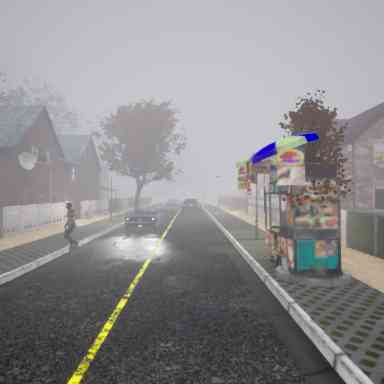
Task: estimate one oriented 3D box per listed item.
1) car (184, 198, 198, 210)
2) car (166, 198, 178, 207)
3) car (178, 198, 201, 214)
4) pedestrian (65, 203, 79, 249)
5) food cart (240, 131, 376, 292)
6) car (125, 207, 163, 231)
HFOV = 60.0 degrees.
[{"bbox_3d":[-0.153,1.637,45.751,1.837,1.490,4.892,0,0,0],"label":"car"},{"bbox_3d":[-3.123,1.733,53.861,2.033,1.411,5.357,0,0,0],"label":"car"},{"bbox_3d":[-0.091,1.431,35.808,2.097,1.767,4.553,0,0,0],"label":"car"},{"bbox_3d":[-4.525,1.213,12.424,0.375,1.860,0.375,1,-1,-1],"label":"pedestrian"},{"bbox_3d":[2.932,0.473,9.766,2.280,3.560,4.660,-1,-1,0],"label":"food cart"},{"bbox_3d":[-2.960,1.630,21.155,1.895,1.301,4.718,0,0,0],"label":"car"}]
